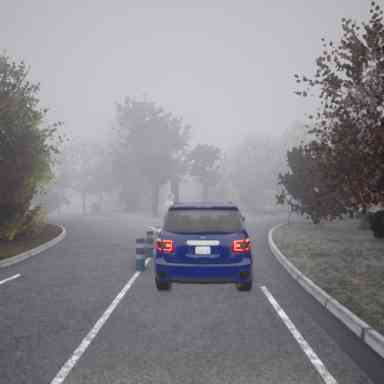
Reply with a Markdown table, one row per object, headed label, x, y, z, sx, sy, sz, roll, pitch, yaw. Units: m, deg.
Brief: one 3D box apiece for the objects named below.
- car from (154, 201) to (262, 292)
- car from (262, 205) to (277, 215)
| label | x | y | z | sx | sy | sz | roll | pitch | yaw |
| --- | --- | --- | --- | --- | --- | --- | --- | --- | --- |
| car | 0.336 | 1.268 | 9.227 | 2.150 | 2.045 | 5.566 | 0 | -1 | 3 |
| car | 10.083 | 2.584 | 47.587 | 2.033 | 1.411 | 5.357 | 1 | -2 | -18 |
